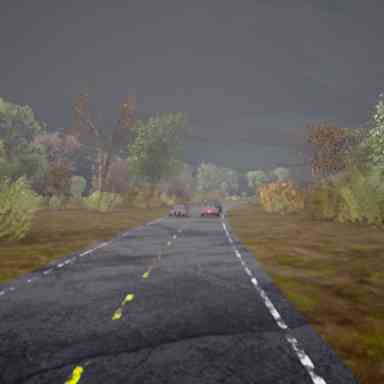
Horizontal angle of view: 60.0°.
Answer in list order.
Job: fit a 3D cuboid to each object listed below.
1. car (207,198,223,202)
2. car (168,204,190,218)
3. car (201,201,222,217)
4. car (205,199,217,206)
[{"bbox_3d":[3.140,1.841,47.504,2.150,2.045,5.566,0,-1,7],"label":"car"},{"bbox_3d":[-1.316,2.022,35.519,1.994,1.385,4.181,0,-1,5],"label":"car"},{"bbox_3d":[2.074,2.051,37.516,1.994,1.385,4.181,0,-1,6],"label":"car"},{"bbox_3d":[4.272,2.348,75.537,2.128,1.511,4.902,0,-1,10],"label":"car"}]
